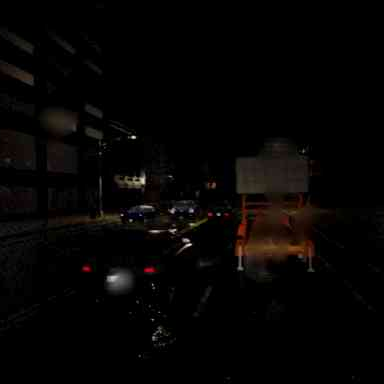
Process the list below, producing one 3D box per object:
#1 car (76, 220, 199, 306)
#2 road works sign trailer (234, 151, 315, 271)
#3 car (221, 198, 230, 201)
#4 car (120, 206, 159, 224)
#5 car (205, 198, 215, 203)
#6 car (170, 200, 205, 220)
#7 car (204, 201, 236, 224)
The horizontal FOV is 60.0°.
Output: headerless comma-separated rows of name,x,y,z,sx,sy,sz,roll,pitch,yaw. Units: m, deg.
car,-1.076,1.634,8.284,1.994,1.385,4.181,-1,0,11
road works sign trailer,2.648,0.496,11.058,2.380,3.560,2.880,-1,0,11
car,6.595,1.874,65.774,1.812,1.442,4.674,-1,0,11
car,-4.224,1.845,27.338,1.895,1.301,4.718,-1,0,11
car,3.674,1.965,67.778,1.994,1.385,4.181,-1,0,11
car,-0.479,1.555,29.609,2.097,1.767,4.553,-1,0,11
car,2.381,1.683,26.214,2.033,1.411,5.357,-1,0,11
